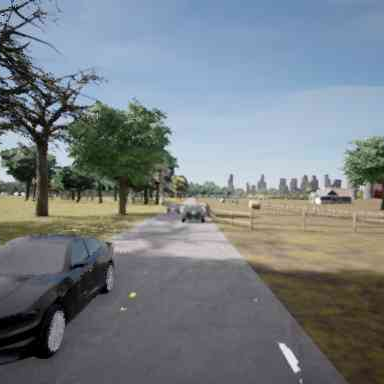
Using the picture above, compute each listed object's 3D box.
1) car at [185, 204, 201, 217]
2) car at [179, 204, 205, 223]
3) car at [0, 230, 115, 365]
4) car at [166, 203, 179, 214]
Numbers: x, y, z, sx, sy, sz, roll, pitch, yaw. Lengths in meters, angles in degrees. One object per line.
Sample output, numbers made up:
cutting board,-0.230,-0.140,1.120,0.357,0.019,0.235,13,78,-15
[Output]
car,0.144,2.285,42.264,1.837,1.490,4.892,0,-1,0
car,0.140,1.903,31.410,2.097,1.767,4.553,0,-1,1
car,-2.843,1.571,6.349,1.882,1.535,5.008,0,-1,0
car,-2.751,2.444,49.914,2.128,1.511,4.902,0,-1,0
